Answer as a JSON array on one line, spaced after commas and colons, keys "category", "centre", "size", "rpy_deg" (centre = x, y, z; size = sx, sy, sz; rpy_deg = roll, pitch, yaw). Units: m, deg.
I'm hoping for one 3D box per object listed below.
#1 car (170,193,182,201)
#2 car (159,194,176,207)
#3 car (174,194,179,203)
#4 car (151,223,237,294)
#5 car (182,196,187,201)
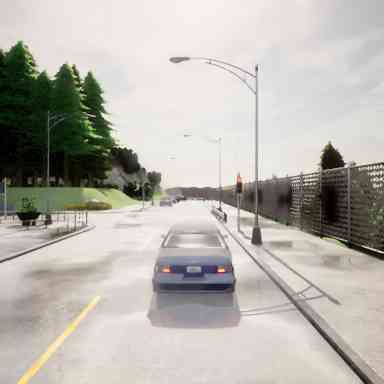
[{"category": "car", "centre": [-3.903, 1.225, 72.810], "size": [2.150, 2.045, 5.566], "rpy_deg": [0, 0, 0]}, {"category": "car", "centre": [-4.023, 1.505, 52.507], "size": [1.837, 1.490, 4.892], "rpy_deg": [0, 0, 0]}, {"category": "car", "centre": [-3.979, 1.526, 62.404], "size": [1.812, 1.442, 4.674], "rpy_deg": [0, 0, 1]}, {"category": "car", "centre": [0.058, 1.547, 8.960], "size": [2.033, 1.411, 5.357], "rpy_deg": [0, 0, 1]}, {"category": "car", "centre": [-3.689, 1.540, 86.799], "size": [5.357, 1.411, 2.033], "rpy_deg": [0, 0, 40]}]
